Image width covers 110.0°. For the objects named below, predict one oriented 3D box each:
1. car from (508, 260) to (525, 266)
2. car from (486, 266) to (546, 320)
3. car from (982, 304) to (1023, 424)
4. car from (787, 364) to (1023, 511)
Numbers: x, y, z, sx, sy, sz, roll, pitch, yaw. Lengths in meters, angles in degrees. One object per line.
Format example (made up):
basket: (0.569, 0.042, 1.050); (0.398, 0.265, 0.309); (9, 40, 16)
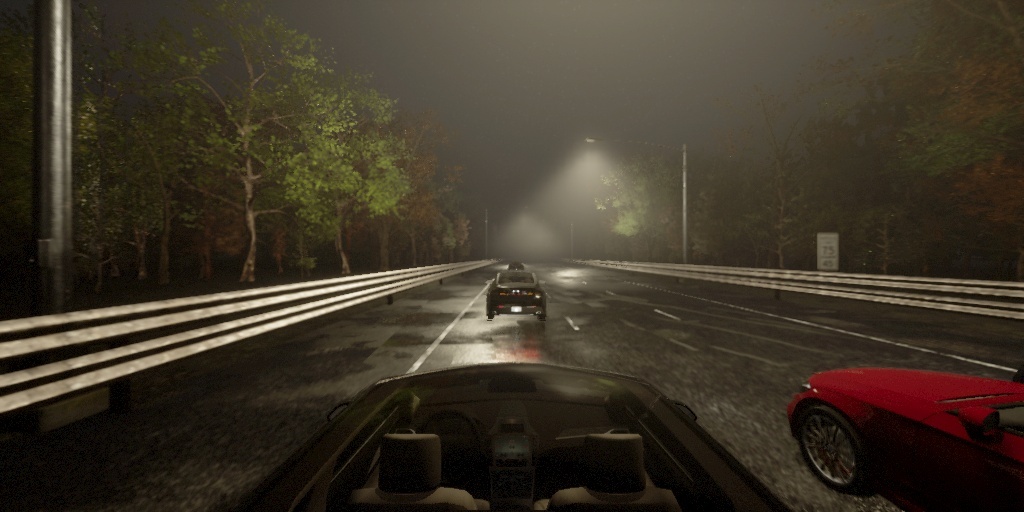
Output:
car: (0.528, 1.251, 43.162); (1.837, 1.490, 4.892); (0, 0, 1)
car: (0.139, 1.254, 12.557); (1.837, 1.490, 4.892); (0, 0, 0)
car: (7.107, 1.315, 2.566); (1.994, 1.385, 4.181); (0, 0, 0)
car: (3.605, 1.277, 1.535); (1.812, 1.442, 4.674); (0, 0, 0)
